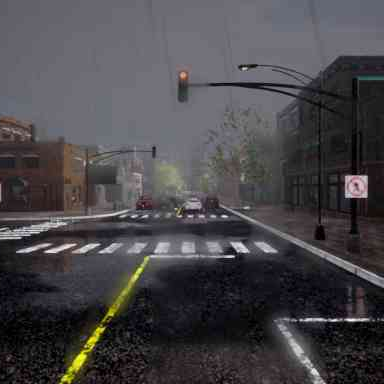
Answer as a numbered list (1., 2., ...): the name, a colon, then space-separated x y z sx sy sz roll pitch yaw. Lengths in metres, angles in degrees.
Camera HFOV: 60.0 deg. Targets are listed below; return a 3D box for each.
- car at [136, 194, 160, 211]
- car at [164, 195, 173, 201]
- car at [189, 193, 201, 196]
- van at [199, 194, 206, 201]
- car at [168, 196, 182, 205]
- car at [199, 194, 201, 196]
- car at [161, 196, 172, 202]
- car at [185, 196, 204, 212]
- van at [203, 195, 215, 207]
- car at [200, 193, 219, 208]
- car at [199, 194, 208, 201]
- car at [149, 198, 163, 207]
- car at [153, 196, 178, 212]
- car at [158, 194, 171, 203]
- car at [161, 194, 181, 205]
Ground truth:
1. car: -5.683 1.305 41.409 2.192 1.841 5.009 -1 0 0
2. car: -5.670 1.523 80.217 1.887 1.381 4.507 -1 0 0
3. car: 0.126 1.334 67.157 2.097 1.767 4.553 0 0 0
4. van: 2.710 1.317 85.759 1.690 1.788 3.998 -1 0 0
5. car: -2.986 1.477 58.791 2.128 1.511 4.902 0 0 0
6. car: 2.706 1.534 63.583 2.008 1.369 4.403 -1 0 0
7. car: -5.672 1.546 74.673 1.947 1.339 4.313 -1 0 0
8. car: 0.117 1.516 39.370 1.812 1.442 4.674 0 0 0
9. van: 2.701 1.328 52.495 1.690 1.788 3.998 -1 0 0
10. car: 2.699 1.303 46.951 2.192 1.841 5.009 -1 0 0
11. car: 2.709 1.418 80.215 1.967 1.590 4.097 -1 0 0
12. car: -5.678 1.569 52.497 1.802 1.307 4.206 -1 0 0
13. car: -3.084 1.555 38.861 1.994 1.385 4.181 0 0 0
14. car: -5.675 1.297 69.129 2.192 1.841 5.009 -1 0 0
15. car: -3.055 1.466 48.661 1.882 1.535 5.008 0 0 0
